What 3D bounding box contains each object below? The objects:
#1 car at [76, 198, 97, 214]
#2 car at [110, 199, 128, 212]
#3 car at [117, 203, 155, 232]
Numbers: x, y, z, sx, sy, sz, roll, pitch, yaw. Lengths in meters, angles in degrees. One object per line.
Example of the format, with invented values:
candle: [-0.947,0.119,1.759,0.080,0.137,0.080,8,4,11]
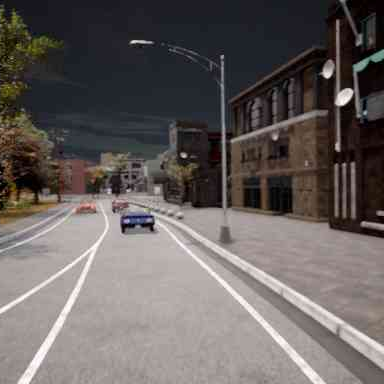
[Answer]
car: [-11.565,1.412,36.463,2.097,1.767,4.553,-1,0,-16]
car: [-8.333,1.511,38.539,1.812,1.442,4.674,-1,0,-16]
car: [-3.413,1.587,20.269,1.895,1.301,4.718,-1,0,-13]
